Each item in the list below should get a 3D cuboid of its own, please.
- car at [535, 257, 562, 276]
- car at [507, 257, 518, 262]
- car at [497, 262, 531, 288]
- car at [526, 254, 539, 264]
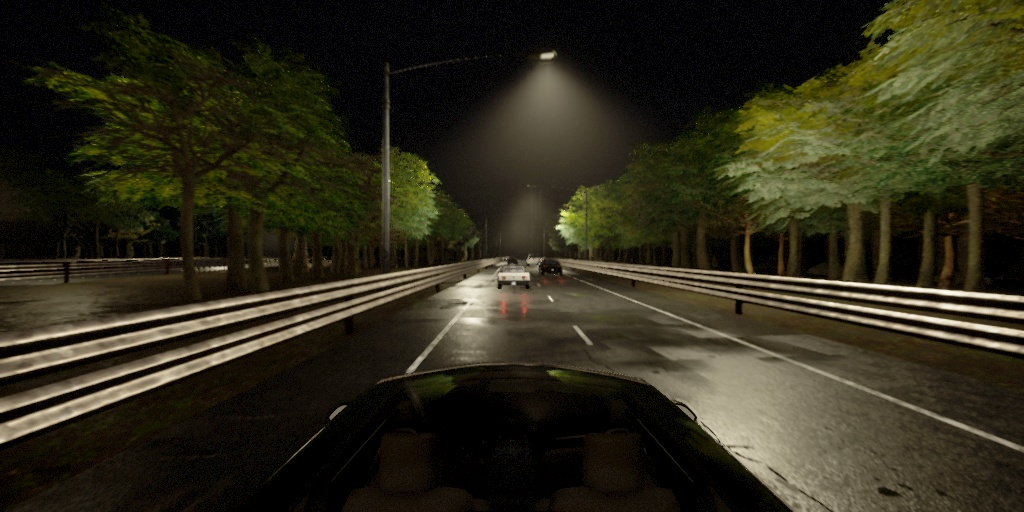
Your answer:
[{"bbox_3d":[3.597,1.082,34.243,1.882,1.535,5.008,0,0,0],"label":"car"},{"bbox_3d":[0.097,1.000,63.872,1.837,1.490,4.892,0,-2,0],"label":"car"},{"bbox_3d":[0.100,1.254,22.469,1.895,1.301,4.718,0,0,0],"label":"car"},{"bbox_3d":[3.595,0.732,60.704,2.150,2.045,5.566,0,0,0],"label":"car"}]
